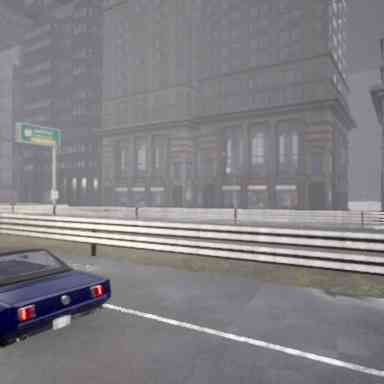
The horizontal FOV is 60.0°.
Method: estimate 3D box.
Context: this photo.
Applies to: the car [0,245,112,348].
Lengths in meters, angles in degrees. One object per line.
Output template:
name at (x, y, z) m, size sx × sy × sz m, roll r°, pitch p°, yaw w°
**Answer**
car at (-3.812, 1.676, 6.171) m, size 4.718 × 1.301 × 1.895 m, roll -1°, pitch -1°, yaw 32°
